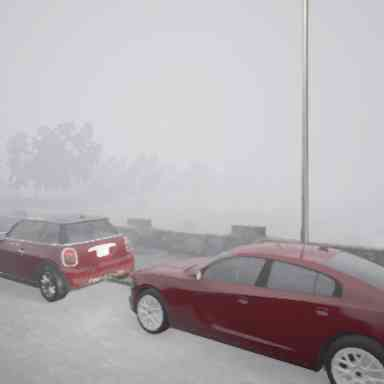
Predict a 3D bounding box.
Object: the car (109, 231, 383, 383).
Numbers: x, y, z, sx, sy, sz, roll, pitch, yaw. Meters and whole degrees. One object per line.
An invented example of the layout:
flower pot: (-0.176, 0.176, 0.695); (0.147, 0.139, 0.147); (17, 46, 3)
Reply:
car: (1.162, 1.528, 5.132); (5.008, 1.535, 1.882); (0, -1, 36)

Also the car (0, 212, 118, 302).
car: (-3.680, 1.354, 8.625); (4.553, 1.767, 2.097); (0, 3, 36)
